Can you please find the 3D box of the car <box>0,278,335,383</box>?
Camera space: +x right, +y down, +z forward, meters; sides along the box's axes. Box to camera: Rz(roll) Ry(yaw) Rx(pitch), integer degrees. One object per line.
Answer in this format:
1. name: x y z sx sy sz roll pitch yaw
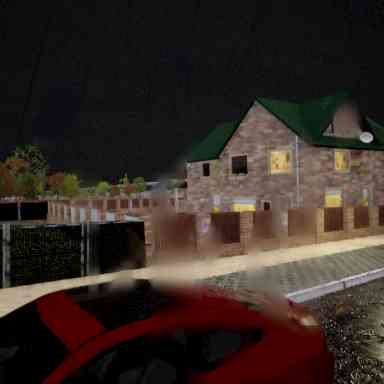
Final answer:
1. car: -0.774 1.525 2.519 4.674 1.442 1.812 0 0 -35
